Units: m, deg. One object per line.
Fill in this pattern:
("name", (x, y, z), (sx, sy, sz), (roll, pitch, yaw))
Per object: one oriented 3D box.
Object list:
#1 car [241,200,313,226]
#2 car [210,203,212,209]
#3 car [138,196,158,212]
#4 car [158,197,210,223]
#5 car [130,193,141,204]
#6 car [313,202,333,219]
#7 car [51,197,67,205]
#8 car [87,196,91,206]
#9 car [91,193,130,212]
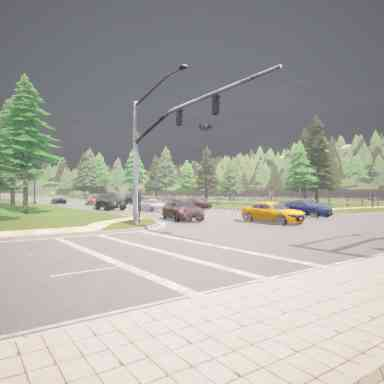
("car", (5.695, 1.477, 23.769), (1.882, 1.535, 5.008), (0, 0, -35))
("car", (0.543, 1.478, 43.262), (1.882, 1.535, 5.008), (0, 0, -35))
("car", (-4.606, 1.526, 38.447), (1.812, 1.442, 4.674), (0, 0, -35))
("car", (-0.742, 1.351, 25.677), (2.097, 1.767, 4.553), (0, 0, -24))
("car", (-10.075, 1.220, 58.385), (2.150, 2.045, 5.566), (0, 0, -35))
("car", (10.057, 1.477, 29.734), (1.882, 1.535, 5.008), (0, 0, -35))
("car", (-23.960, 1.601, 59.959), (1.895, 1.301, 4.718), (0, 0, -35))
("car", (-15.429, 1.352, 53.824), (2.097, 1.767, 4.553), (0, 0, -35))
("car", (-9.833, 1.221, 39.781), (2.150, 2.045, 5.566), (0, 0, -35))
